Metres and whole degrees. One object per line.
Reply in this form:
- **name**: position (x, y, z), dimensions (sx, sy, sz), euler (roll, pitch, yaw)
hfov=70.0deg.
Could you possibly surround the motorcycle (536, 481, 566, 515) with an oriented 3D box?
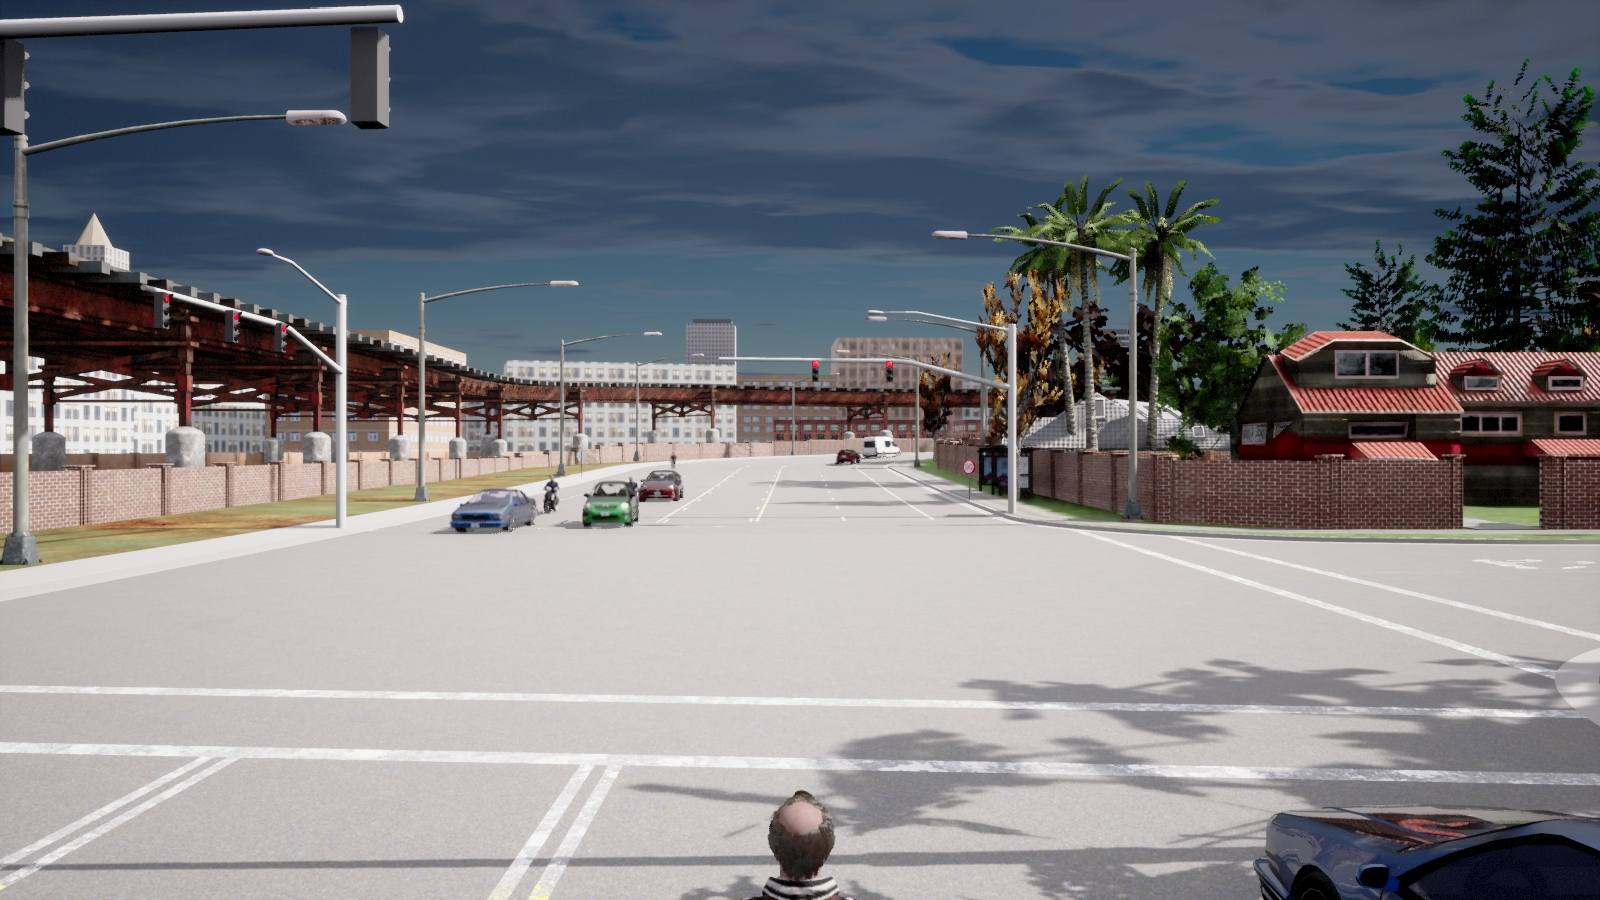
- **motorcycle**: position (-10.519, 2.024, 48.330), dimensions (0.856, 1.341, 1.805), euler (0, 1, 0)

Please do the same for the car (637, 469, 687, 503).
- **car**: position (-7.040, 1.815, 58.565), dimensions (2.007, 1.525, 4.514), euler (0, 1, 0)

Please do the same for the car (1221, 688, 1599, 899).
- **car**: position (3.467, 2.106, 4.038), dimensions (2.033, 1.411, 5.357), euler (0, 0, 1)

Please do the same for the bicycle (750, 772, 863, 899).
- **bicycle**: position (0.019, 2.048, 3.681), dimensions (0.329, 1.496, 1.835), euler (0, 0, 0)

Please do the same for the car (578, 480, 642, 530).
- **car**: position (-6.835, 1.944, 41.426), dimensions (1.851, 1.617, 3.988), euler (0, 0, -3)

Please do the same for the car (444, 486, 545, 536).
- **car**: position (-10.512, 2.061, 39.744), dimensions (2.033, 1.411, 5.357), euler (0, 0, 1)

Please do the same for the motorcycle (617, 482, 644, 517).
- **motorcycle**: position (-7.041, 2.032, 47.463), dimensions (0.856, 1.341, 1.805), euler (0, 1, 0)
